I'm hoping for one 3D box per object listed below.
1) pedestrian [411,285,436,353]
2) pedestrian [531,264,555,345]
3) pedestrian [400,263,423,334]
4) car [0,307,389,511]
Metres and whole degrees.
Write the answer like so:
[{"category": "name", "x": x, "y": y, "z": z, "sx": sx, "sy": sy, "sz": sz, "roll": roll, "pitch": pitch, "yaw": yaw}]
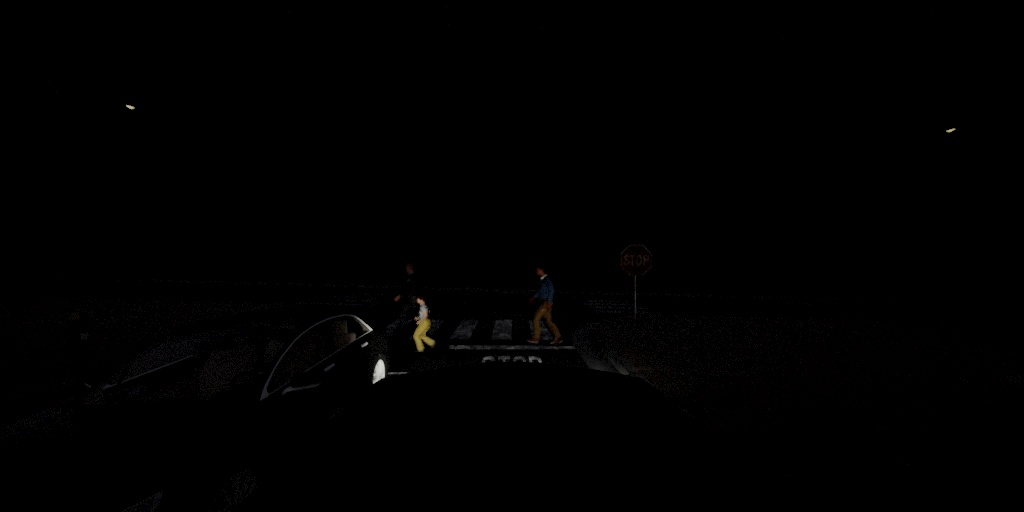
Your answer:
[{"category": "pedestrian", "x": -1.786, "y": 1.324, "z": 7.413, "sx": 0.375, "sy": 1.300, "sz": 0.375, "roll": 1, "pitch": -1, "yaw": 0}, {"category": "pedestrian", "x": 0.695, "y": 1.044, "z": 8.017, "sx": 0.375, "sy": 1.860, "sz": 0.375, "roll": 1, "pitch": -1, "yaw": 0}, {"category": "pedestrian", "x": -2.380, "y": 1.038, "z": 8.615, "sx": 0.375, "sy": 1.860, "sz": 0.375, "roll": 1, "pitch": -1, "yaw": 0}, {"category": "car", "x": -2.638, "y": 1.300, "z": 3.673, "sx": 2.007, "sy": 1.370, "sz": 4.403, "roll": 0, "pitch": 0, "yaw": 0}]
